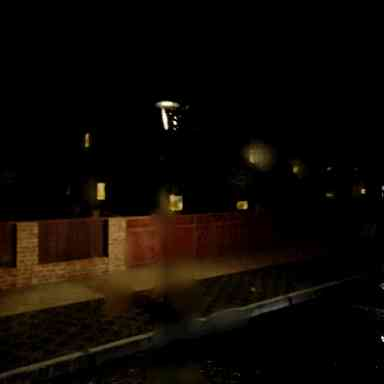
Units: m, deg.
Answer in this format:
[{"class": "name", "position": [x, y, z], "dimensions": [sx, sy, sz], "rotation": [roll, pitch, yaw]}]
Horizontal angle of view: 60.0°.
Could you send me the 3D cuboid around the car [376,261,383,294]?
[{"class": "car", "position": [5.859, 1.569, 7.253], "dimensions": [4.181, 1.385, 1.994], "rotation": [0, 0, -36]}]
